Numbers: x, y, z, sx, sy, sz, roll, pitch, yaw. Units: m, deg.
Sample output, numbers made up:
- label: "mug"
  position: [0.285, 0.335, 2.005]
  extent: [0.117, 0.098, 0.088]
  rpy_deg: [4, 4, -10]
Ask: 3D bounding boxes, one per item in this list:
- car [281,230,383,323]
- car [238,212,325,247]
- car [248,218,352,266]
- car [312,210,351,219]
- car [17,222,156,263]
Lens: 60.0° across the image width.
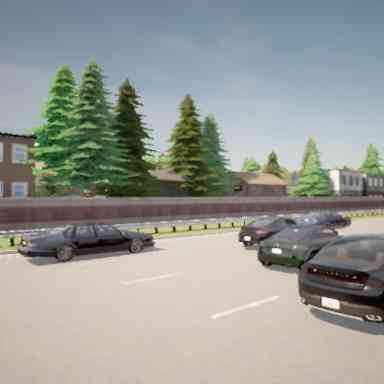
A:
- label: "car"
  position: [4.231, 1.656, 7.175]
  extent: [4.892, 1.490, 1.837]
  rpy_deg: [1, -2, -39]
- label: "car"
  position: [4.238, 1.907, 16.188]
  extent: [4.674, 1.442, 1.812]
  rpy_deg: [1, -2, -39]
- label: "car"
  position: [4.206, 1.830, 11.657]
  extent: [4.181, 1.385, 1.994]
  rpy_deg: [1, -2, -39]
- label: "car"
  position: [10.225, 2.110, 25.547]
  extent: [5.357, 1.411, 2.033]
  rpy_deg: [1, -2, -39]
- label: "car"
  position: [-4.201, 1.952, 13.843]
  extent: [5.357, 1.411, 2.033]
  rpy_deg: [1, -2, -39]
